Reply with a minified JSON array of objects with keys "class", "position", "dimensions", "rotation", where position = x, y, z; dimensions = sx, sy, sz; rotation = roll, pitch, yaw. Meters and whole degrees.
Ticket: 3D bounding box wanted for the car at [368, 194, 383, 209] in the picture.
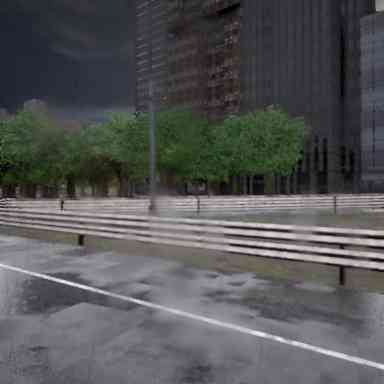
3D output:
[{"class":"car","position":[18.642,0.673,30.680],"dimensions":[4.553,1.767,2.097],"rotation":[-1,0,-6]}]
